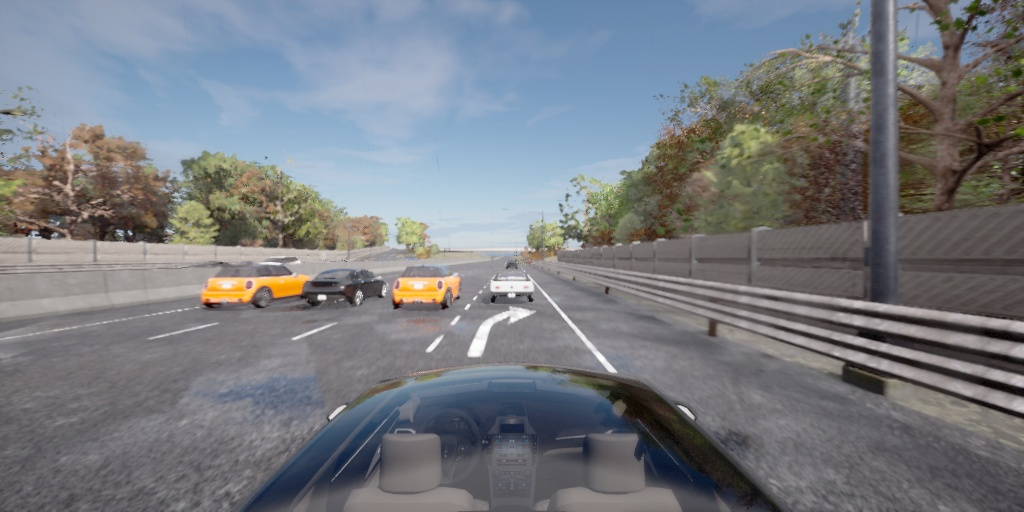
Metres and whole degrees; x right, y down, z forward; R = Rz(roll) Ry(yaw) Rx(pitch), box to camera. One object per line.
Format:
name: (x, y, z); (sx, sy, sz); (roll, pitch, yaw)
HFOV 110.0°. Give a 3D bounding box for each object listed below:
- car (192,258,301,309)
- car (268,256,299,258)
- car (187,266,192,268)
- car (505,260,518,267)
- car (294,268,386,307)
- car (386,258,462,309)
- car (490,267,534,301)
car: (-10.408, 1.110, 15.206); (2.097, 1.767, 4.553); (0, 0, 0)
car: (-24.576, 1.017, 37.849); (2.150, 2.045, 5.566); (0, 0, 0)
car: (-31.576, 1.296, 37.552); (1.837, 1.490, 4.892); (0, 0, 0)
car: (-0.026, 1.382, 59.871); (1.837, 1.490, 4.892); (0, 0, 0)
car: (-6.905, 1.264, 15.447); (1.837, 1.490, 4.892); (0, 0, 0)
car: (-3.407, 1.113, 15.177); (2.097, 1.767, 4.553); (0, 0, 0)
car: (-0.006, 1.365, 17.257); (1.895, 1.301, 4.718); (0, 0, 0)
